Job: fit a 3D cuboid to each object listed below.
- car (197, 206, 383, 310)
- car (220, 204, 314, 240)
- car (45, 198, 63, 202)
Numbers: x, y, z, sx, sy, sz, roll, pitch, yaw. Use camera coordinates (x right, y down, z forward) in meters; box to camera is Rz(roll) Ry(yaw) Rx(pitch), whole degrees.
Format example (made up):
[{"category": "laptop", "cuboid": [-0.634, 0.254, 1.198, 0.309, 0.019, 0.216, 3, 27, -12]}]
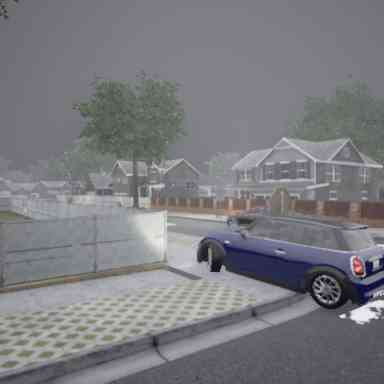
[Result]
[{"category": "car", "cuboid": [2.231, 1.322, 8.182, 2.097, 1.767, 4.553, 1, 3, -43]}, {"category": "car", "cuboid": [3.986, 1.520, 18.507, 2.128, 1.511, 4.902, 0, 0, -37]}, {"category": "car", "cuboid": [-19.291, 1.595, 46.397, 2.128, 1.511, 4.902, 0, 0, -36]}]
